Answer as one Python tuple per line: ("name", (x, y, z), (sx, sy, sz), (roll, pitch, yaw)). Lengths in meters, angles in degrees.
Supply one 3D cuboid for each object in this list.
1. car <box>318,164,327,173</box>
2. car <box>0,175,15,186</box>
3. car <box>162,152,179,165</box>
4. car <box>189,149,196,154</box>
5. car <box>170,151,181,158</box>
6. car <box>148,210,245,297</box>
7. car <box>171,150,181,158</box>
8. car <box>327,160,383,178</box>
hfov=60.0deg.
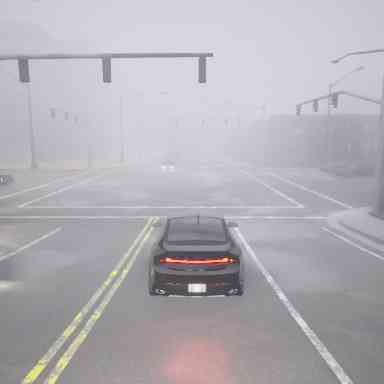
("car", (16.312, -2.728, 36.264), (4.902, 1.511, 2.128), (0, 9, 0))
("car", (-16.449, -1.009, 25.843), (4.718, 1.301, 1.895), (0, 9, 0))
("car", (-3.544, -4.881, 50.661), (2.033, 1.411, 5.357), (0, 9, 0))
("car", (0.093, -10.968, 90.286), (1.994, 1.385, 4.181), (0, 9, 0))
("car", (-3.505, -6.636, 60.791), (2.097, 1.767, 4.553), (0, 9, 0))
("car", (0.080, 1.203, 7.996), (1.837, 1.490, 4.892), (0, 4, 0))
("car", (-3.427, -8.073, 70.969), (1.882, 1.535, 5.008), (0, 9, 0))
("car", (16.677, -2.141, 32.814), (5.357, 1.411, 2.033), (0, 9, 2))
